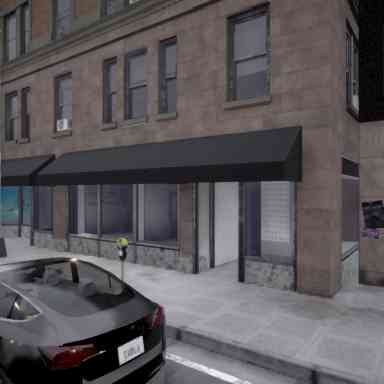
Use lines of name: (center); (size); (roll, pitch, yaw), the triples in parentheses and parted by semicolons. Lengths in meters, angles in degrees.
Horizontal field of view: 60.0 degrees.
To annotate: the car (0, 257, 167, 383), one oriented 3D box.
car: (-2.280, 1.566, 4.428); (4.313, 1.339, 1.947); (0, 0, 35)
